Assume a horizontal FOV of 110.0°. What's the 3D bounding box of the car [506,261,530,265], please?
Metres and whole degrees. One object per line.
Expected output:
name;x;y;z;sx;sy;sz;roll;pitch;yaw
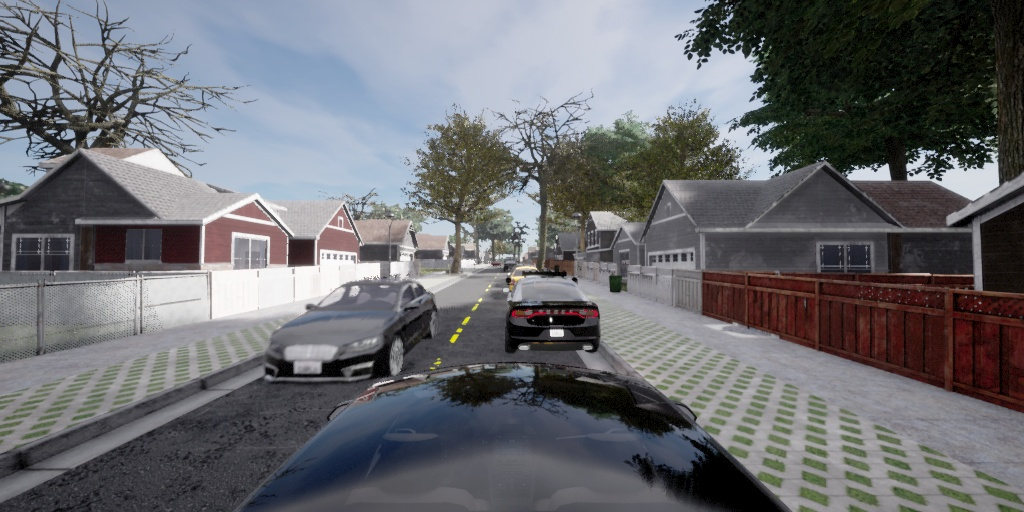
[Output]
car;0.737;1.221;19.104;1.801;1.575;5.366;0;0;0

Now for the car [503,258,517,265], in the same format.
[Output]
car;-0.200;1.345;49.566;1.882;1.535;5.008;0;0;0

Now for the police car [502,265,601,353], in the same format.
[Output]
police car;0.791;1.181;9.017;1.930;1.638;5.238;0;0;0

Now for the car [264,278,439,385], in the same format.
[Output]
car;-2.776;1.245;7.303;2.128;1.511;4.902;0;0;0
